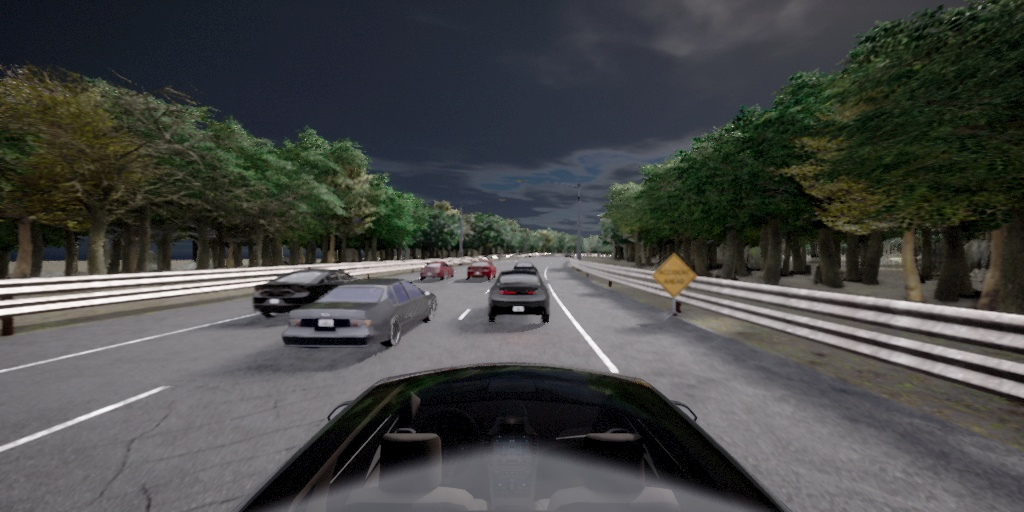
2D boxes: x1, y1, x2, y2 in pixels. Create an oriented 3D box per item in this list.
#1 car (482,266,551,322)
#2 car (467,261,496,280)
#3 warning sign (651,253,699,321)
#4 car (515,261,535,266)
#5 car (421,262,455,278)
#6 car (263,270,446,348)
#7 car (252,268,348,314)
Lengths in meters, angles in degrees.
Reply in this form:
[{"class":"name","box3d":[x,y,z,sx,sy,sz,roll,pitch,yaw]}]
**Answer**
[{"class":"car","box3d":[0.258,1.219,12.191,1.837,1.490,4.892,0,-1,2]},{"class":"car","box3d":[-2.380,1.115,29.213,1.882,1.535,5.008,0,0,4]},{"class":"warning sign","box3d":[4.660,0.844,10.335,1.300,1.860,1.060,0,0,1]},{"class":"car","box3d":[0.997,1.142,27.455,2.128,1.511,4.902,0,0,4]},{"class":"car","box3d":[-5.926,1.162,28.765,1.812,1.442,4.674,0,0,4]},{"class":"car","box3d":[-3.352,1.270,9.124,2.033,1.411,5.357,0,0,2]},{"class":"car","box3d":[-6.726,1.183,12.773,1.882,1.535,5.008,0,-1,2]}]
